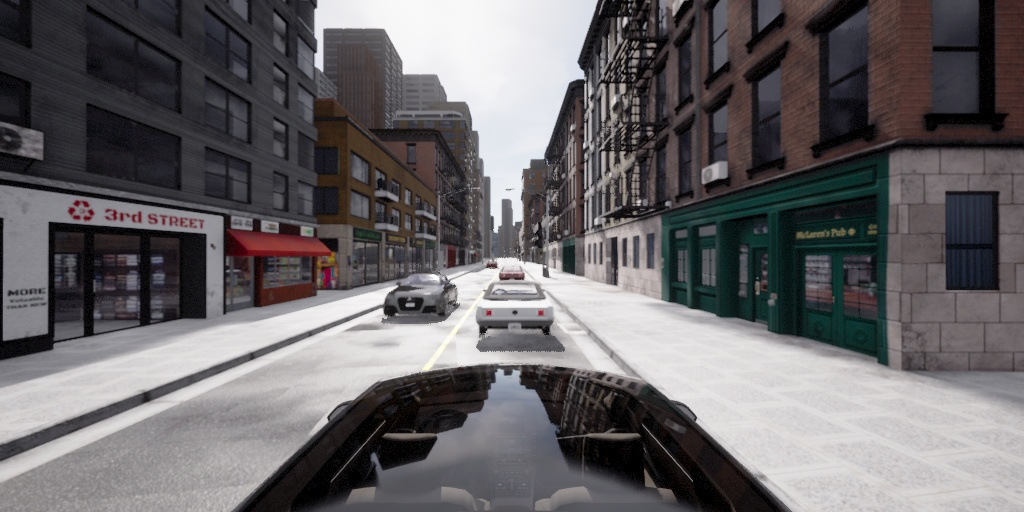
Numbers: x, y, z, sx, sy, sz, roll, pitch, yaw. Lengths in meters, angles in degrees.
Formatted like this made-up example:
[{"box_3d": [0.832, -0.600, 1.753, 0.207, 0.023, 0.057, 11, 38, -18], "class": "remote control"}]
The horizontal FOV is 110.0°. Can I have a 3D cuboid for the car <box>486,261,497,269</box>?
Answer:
[{"box_3d": [-3.257, 1.429, 58.999, 1.895, 1.301, 4.718, 0, 0, 0], "class": "car"}]

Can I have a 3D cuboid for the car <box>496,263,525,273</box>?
[{"box_3d": [-0.015, 1.384, 27.448, 1.895, 1.301, 4.718, 0, 0, 0], "class": "car"}]

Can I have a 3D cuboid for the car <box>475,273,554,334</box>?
[{"box_3d": [0.060, 1.364, 10.633, 1.895, 1.301, 4.718, 0, 0, 0], "class": "car"}]

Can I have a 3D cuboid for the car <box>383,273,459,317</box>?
[{"box_3d": [-3.151, 1.330, 13.090, 1.994, 1.385, 4.181, 0, 0, 0], "class": "car"}]
